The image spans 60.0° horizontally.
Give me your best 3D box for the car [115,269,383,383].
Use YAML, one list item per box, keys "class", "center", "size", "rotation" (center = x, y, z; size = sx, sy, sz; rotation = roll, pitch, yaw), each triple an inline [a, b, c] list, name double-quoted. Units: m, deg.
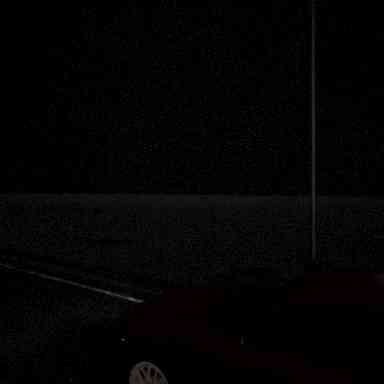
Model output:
- class: "car"
  center: [1.452, 1.476, 2.957]
  size: [5.008, 1.535, 1.882]
  rotation: [0, 0, 36]
